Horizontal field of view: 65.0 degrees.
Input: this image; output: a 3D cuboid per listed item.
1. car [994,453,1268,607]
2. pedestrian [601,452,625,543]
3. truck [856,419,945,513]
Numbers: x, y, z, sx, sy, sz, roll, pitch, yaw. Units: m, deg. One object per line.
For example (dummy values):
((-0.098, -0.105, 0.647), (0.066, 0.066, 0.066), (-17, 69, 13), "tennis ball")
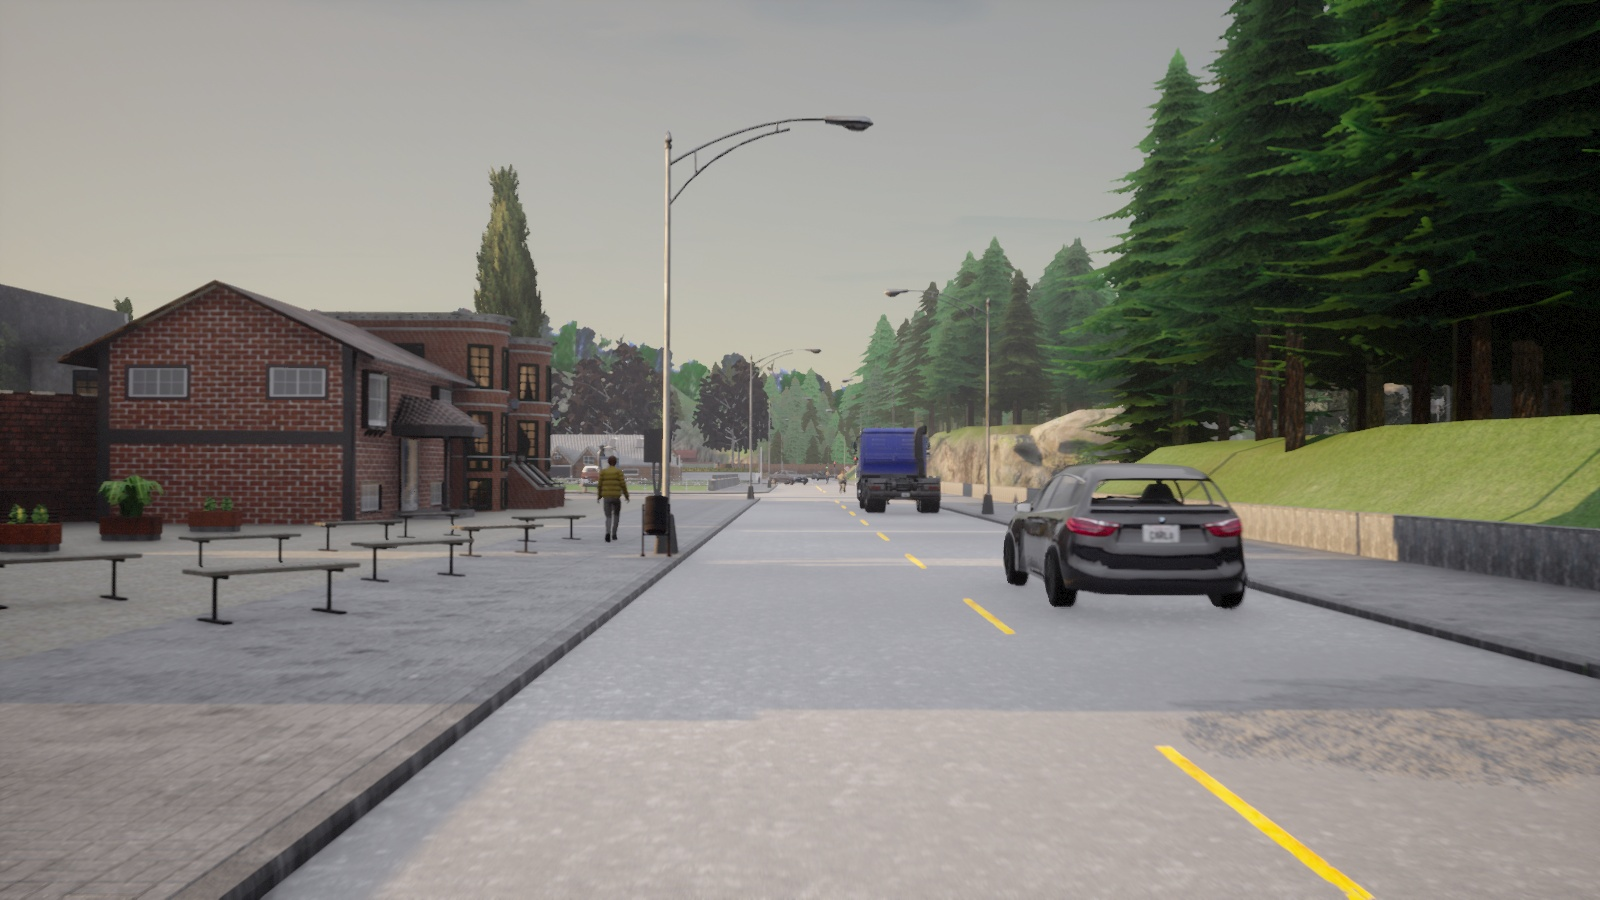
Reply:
((3.963, 0.911, 15.995), (2.242, 1.667, 4.611), (0, -1, 0), "car")
((-3.819, 0.970, 25.701), (0.370, 1.835, 0.726), (0, -1, 1), "pedestrian")
((3.880, 0.659, 50.267), (2.891, 3.462, 7.936), (0, -1, 0), "truck")
